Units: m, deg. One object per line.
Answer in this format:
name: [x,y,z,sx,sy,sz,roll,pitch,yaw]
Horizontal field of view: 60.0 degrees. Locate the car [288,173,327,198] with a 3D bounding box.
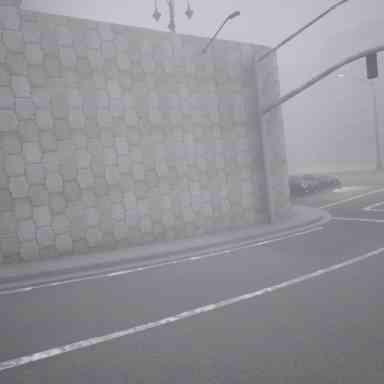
car: [7.939,-0.597,26.725,2.097,1.767,4.553,-10,6,-35]

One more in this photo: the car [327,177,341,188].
car: [10.631,-0.898,28.962,1.994,1.385,4.181,-10,6,-34]
